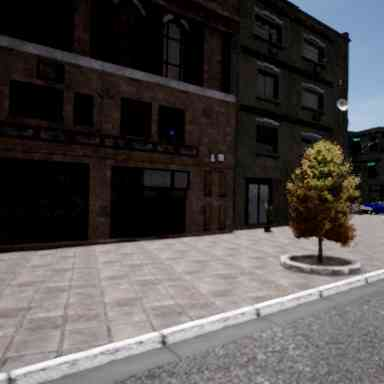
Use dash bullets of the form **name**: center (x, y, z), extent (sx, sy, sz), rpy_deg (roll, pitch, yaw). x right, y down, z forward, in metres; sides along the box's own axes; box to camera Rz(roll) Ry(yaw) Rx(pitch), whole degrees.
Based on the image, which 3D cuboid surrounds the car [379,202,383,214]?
- **car**: center (21.102, 1.868, 37.042), extent (1.812, 1.442, 4.674), rpy_deg (1, -1, -18)

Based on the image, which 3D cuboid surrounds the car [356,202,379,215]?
- **car**: center (18.317, 1.858, 37.684), extent (1.947, 1.339, 4.313), rpy_deg (2, -1, -17)
